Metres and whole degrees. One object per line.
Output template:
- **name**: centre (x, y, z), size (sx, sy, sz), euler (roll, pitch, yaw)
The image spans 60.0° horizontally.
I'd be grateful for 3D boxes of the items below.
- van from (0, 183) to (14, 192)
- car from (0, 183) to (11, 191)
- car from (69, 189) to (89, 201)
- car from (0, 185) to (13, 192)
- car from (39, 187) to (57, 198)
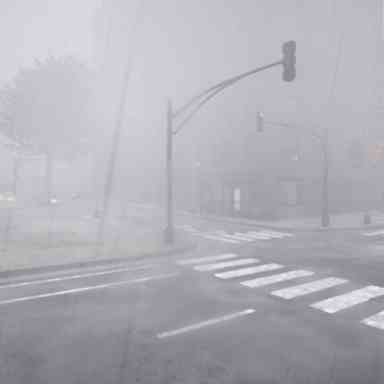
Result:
- **van**: centre (-38.068, -0.918, 69.079), size (1.690, 1.788, 3.998), euler (2, 0, -35)
- **car**: centre (-42.877, -1.177, 75.846), size (2.192, 1.841, 5.009), euler (2, 0, -35)
- **car**: centre (-16.134, 0.407, 47.448), size (1.837, 1.490, 4.892), euler (0, 3, -35)
- **car**: centre (-40.000, -0.802, 71.785), size (2.008, 1.369, 4.403), euler (2, 0, -35)
- **car**: centre (-22.280, 0.025, 51.325), size (2.128, 1.511, 4.902), euler (0, 3, -35)
